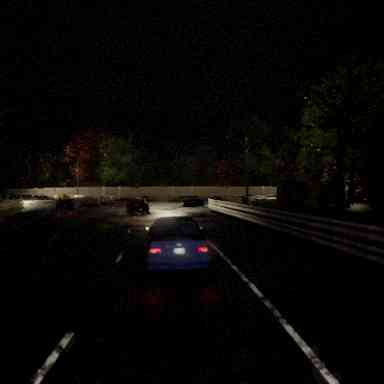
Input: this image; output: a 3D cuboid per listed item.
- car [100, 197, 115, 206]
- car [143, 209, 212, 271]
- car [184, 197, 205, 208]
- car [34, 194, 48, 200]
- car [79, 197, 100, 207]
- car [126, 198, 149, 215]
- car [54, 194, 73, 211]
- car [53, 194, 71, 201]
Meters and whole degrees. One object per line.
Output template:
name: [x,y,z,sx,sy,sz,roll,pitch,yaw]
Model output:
car: [-13.702,1.439,52.514,1.895,1.301,4.718,0,0,-27]
car: [-0.545,1.509,10.820,2.033,1.411,5.357,0,0,-5]
car: [0.361,1.394,45.877,1.994,1.385,4.181,0,0,20]
car: [-37.885,1.306,83.596,4.902,1.511,2.128,0,0,41]
car: [-14.751,1.425,47.049,1.994,1.385,4.181,0,0,-26]
car: [-5.422,1.384,32.892,2.128,1.511,4.902,0,0,-17]
car: [-15.261,1.380,39.794,2.128,1.511,4.902,0,0,-23]
car: [-29.373,1.270,75.090,1.882,1.535,5.008,0,0,-43]
